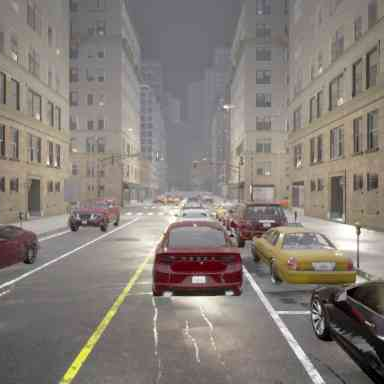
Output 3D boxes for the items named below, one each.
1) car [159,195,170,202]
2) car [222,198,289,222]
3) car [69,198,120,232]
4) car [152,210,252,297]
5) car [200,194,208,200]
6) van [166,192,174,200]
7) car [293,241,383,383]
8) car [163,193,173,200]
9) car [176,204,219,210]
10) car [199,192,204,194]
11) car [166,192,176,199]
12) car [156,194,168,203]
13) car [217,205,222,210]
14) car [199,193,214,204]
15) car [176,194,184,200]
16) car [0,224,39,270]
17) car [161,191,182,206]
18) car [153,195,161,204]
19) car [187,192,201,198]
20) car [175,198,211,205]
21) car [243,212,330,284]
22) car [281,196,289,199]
[{"bbox_3d":[-5.707,1.292,68.769,1.887,1.381,4.507,1,0,0],"label":"car"},{"bbox_3d":[2.777,1.302,14.699,2.192,1.841,5.009,0,0,0],"label":"car"},{"bbox_3d":[-5.744,1.291,20.264,2.192,1.841,5.009,0,0,0],"label":"car"},{"bbox_3d":[0.078,1.473,8.648,1.882,1.535,5.008,0,0,-1],"label":"car"},{"bbox_3d":[2.826,1.249,79.604,1.802,1.307,4.206,1,0,0],"label":"car"},{"bbox_3d":[-5.693,0.967,85.037,1.690,1.788,3.998,1,0,0],"label":"van"},{"bbox_3d":[2.768,1.566,3.594,1.947,1.339,4.313,0,0,0],"label":"car"},{"bbox_3d":[-5.698,1.108,79.615,1.967,1.590,4.097,1,0,0],"label":"car"},{"bbox_3d":[0.110,1.510,16.158,1.812,1.442,4.674,0,0,0],"label":"car"},{"bbox_3d":[2.819,1.271,68.925,1.752,1.417,4.829,1,0,0],"label":"car"},{"bbox_3d":[-5.689,0.898,90.460,2.192,1.841,5.009,1,0,0],"label":"car"},{"bbox_3d":[-5.711,1.223,63.346,1.967,1.590,4.097,1,0,0],"label":"car"},{"bbox_3d":[2.781,1.558,20.250,1.802,1.307,4.206,0,0,0],"label":"car"},{"bbox_3d":[2.809,1.367,57.908,2.008,1.369,4.403,0,0,0],"label":"car"},{"bbox_3d":[-2.943,1.183,80.755,1.812,1.442,4.674,0,0,0],"label":"car"},{"bbox_3d":[-5.754,1.577,9.158,1.802,1.307,4.206,0,0,0],"label":"car"},{"bbox_3d":[-3.112,1.203,51.752,2.097,1.767,4.553,0,0,2],"label":"car"},{"bbox_3d":[-5.716,1.361,57.922,1.887,1.381,4.507,0,0,0],"label":"car"},{"bbox_3d":[0.136,1.322,58.061,1.837,1.490,4.892,0,1,0],"label":"car"},{"bbox_3d":[0.091,1.454,25.300,2.128,1.511,4.902,0,0,0],"label":"car"},{"bbox_3d":[2.773,1.519,9.315,1.752,1.417,4.829,0,0,0],"label":"car"},{"bbox_3d":[11.591,1.234,40.982,4.553,1.767,2.097,0,0,0],"label":"car"}]
